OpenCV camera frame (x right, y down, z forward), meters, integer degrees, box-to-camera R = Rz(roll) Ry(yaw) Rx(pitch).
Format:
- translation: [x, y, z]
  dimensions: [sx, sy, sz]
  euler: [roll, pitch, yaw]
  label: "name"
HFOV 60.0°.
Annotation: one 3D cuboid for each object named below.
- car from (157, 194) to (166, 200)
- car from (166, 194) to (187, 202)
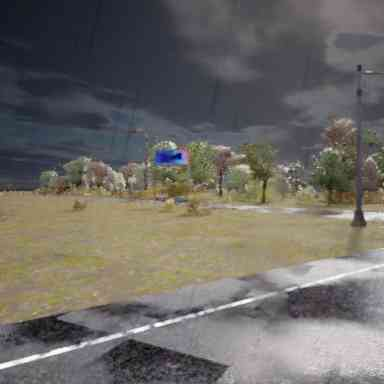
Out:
- translation: [-6.251, 1.185, 68.078]
  dimensions: [2.097, 1.767, 4.553]
  euler: [0, 0, -34]
  label: "car"
- translation: [-2.268, 1.411, 62.194]
  dimensions: [2.033, 1.411, 5.357]
  euler: [0, 0, -33]
  label: "car"
